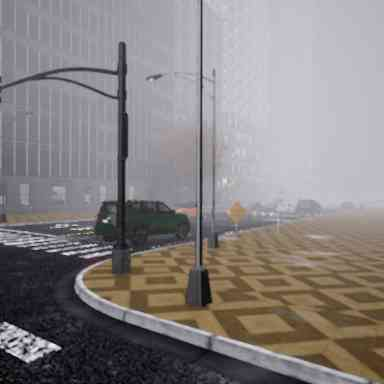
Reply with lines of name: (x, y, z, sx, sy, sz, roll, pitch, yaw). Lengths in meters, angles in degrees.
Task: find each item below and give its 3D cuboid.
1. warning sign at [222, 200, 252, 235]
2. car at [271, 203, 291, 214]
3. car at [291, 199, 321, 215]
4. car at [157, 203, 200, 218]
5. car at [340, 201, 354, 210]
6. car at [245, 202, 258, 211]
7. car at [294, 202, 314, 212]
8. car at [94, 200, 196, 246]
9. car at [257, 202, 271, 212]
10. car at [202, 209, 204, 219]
warning sign: (2.565, 1.412, 18.945, 1.300, 1.860, 1.060, 2, 1, 33)
car: (13.037, 2.295, 46.433, 1.812, 1.442, 4.674, 0, -1, 33)
car: (15.576, 2.003, 44.392, 2.150, 2.045, 5.566, 0, -1, 35)
car: (-1.361, 1.990, 36.344, 2.033, 1.411, 5.357, 0, -1, 33)
car: (30.873, 2.599, 66.116, 2.097, 1.767, 4.553, 0, -1, 33)
car: (10.191, 2.343, 54.113, 1.812, 1.442, 4.674, 0, -1, 33)
car: (18.583, 2.426, 55.131, 1.882, 1.535, 5.008, 0, -1, 33)
car: (-2.293, 1.421, 16.734, 2.150, 2.045, 5.566, 0, -1, 34)
car: (12.488, 2.369, 51.692, 2.033, 1.411, 5.357, 0, -1, 33)
car: (-0.783, 1.744, 31.232, 2.097, 1.767, 4.553, 0, -1, 33)
